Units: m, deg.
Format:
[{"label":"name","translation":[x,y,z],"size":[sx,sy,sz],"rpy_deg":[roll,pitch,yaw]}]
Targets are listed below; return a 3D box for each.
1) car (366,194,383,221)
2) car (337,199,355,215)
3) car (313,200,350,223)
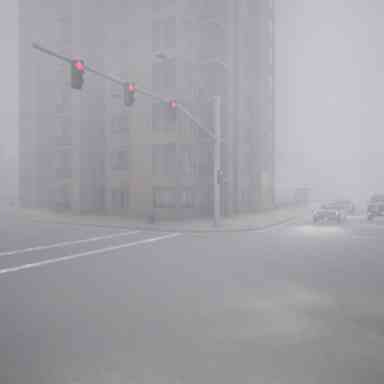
[{"label":"car","translation":[15.314,1.179,26.520],"size":[2.150,2.045,5.566],"rpy_deg":[0,0,31]},{"label":"car","translation":[15.181,1.452,33.281],"size":[1.837,1.490,4.892],"rpy_deg":[0,0,30]},{"label":"car","translation":[10.492,1.561,25.231],"size":[1.895,1.301,4.718],"rpy_deg":[0,0,30]}]
